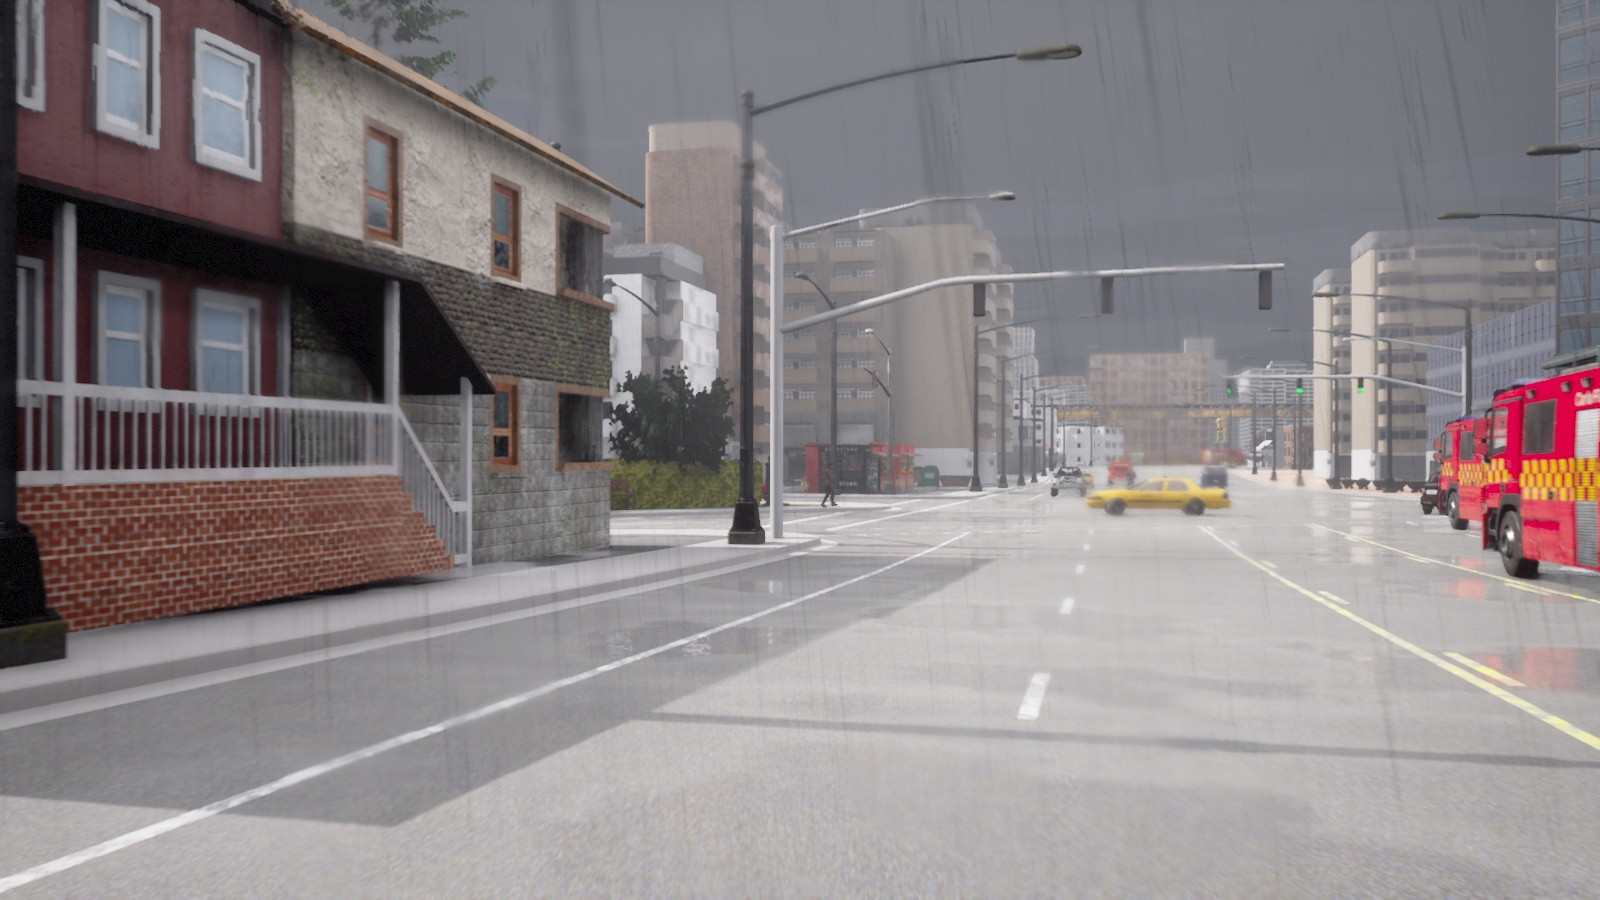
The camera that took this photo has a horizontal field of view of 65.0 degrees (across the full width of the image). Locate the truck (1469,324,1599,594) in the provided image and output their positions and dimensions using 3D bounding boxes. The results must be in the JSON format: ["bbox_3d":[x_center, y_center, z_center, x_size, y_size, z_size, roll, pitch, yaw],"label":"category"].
[{"bbox_3d":[13.323,0.178,19.778,2.891,3.827,8.468,0,-1,14],"label":"truck"}]

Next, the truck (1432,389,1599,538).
[{"bbox_3d":[21.061,0.385,36.558,2.891,3.827,8.468,0,-1,14],"label":"truck"}]

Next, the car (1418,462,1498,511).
[{"bbox_3d":[26.187,1.424,49.915,1.932,1.855,4.605,-2,-1,39],"label":"car"}]

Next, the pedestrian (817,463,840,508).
[{"bbox_3d":[1.154,1.425,50.951,0.869,1.805,0.328,0,0,24],"label":"pedestrian"}]

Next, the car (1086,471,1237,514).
[{"bbox_3d":[13.780,1.615,48.166,5.366,1.575,1.801,0,0,8],"label":"car"}]

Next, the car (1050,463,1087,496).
[{"bbox_3d":[15.664,1.684,73.171,1.932,1.855,4.605,0,-1,14],"label":"car"}]
